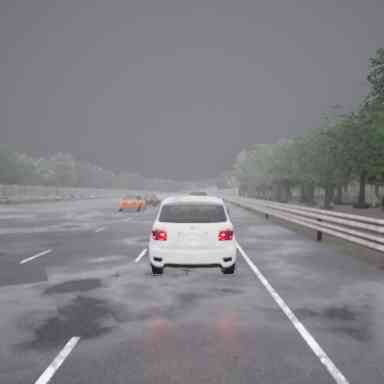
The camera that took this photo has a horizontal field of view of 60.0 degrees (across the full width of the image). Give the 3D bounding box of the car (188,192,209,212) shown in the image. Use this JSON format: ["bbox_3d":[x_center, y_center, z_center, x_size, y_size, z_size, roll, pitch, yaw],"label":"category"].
[{"bbox_3d":[0.758,0.999,35.766,2.150,2.045,5.566,0,0,2],"label":"car"}]

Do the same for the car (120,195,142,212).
[{"bbox_3d":[-6.161,1.130,35.291,2.097,1.767,4.553,0,0,2],"label":"car"}]

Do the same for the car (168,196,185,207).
[{"bbox_3d":[-2.224,1.331,47.913,2.033,1.411,5.357,0,0,2],"label":"car"}]

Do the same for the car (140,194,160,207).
[{"bbox_3d":[-5.778,1.126,46.347,2.097,1.767,4.553,0,0,2],"label":"car"}]

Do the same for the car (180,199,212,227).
[{"bbox_3d":[0.292,1.293,22.346,1.882,1.535,5.008,0,0,2],"label":"car"}]

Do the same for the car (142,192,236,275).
[{"bbox_3d":[0.039,1.126,10.239,2.150,2.045,5.566,0,1,1],"label":"car"}]
